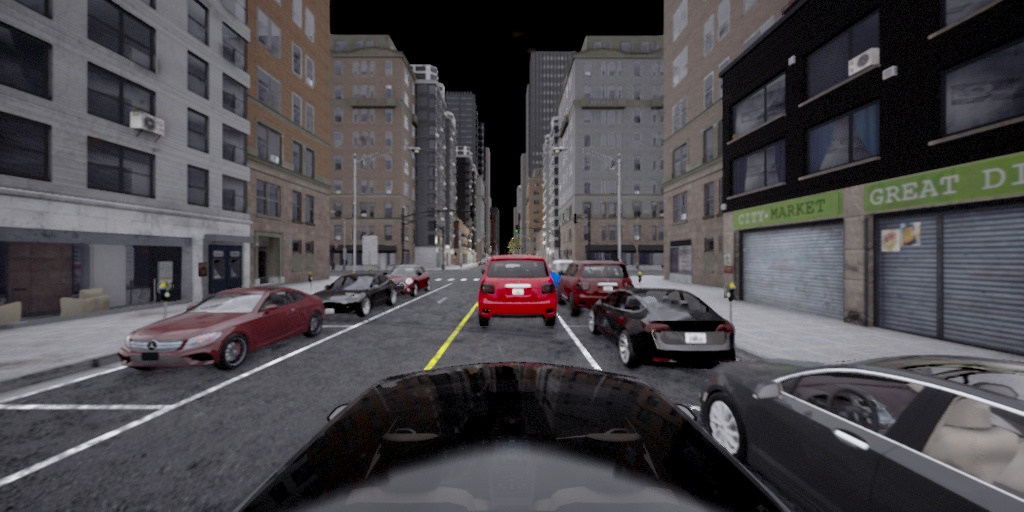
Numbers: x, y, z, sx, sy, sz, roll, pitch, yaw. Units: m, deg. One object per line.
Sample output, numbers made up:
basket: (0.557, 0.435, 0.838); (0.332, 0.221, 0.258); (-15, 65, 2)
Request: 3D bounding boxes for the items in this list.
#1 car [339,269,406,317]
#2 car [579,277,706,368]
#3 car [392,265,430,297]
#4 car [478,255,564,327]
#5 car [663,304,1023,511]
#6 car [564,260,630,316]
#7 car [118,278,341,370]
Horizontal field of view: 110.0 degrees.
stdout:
car: (-5.630, 1.321, 13.225); (1.948, 1.339, 4.313); (0, 0, 0)
car: (2.876, 1.318, 7.677); (1.948, 1.339, 4.313); (0, 0, 0)
car: (-5.611, 1.197, 18.750); (1.967, 1.591, 4.097); (0, 0, 0)
car: (0.139, 0.978, 11.677); (2.150, 2.045, 5.566); (0, 0, 0)
car: (2.856, 1.301, 2.154); (2.007, 1.370, 4.403); (0, 0, 0)
car: (2.896, 1.069, 13.201); (2.192, 1.841, 5.009); (0, 0, 0)
car: (-5.650, 1.334, 7.700); (1.802, 1.307, 4.207); (0, 0, 0)
